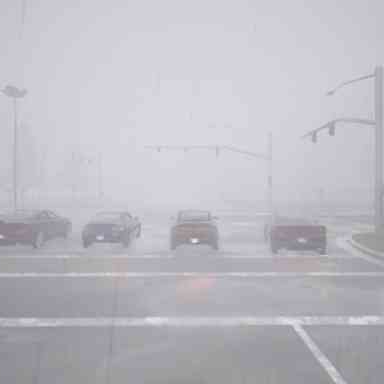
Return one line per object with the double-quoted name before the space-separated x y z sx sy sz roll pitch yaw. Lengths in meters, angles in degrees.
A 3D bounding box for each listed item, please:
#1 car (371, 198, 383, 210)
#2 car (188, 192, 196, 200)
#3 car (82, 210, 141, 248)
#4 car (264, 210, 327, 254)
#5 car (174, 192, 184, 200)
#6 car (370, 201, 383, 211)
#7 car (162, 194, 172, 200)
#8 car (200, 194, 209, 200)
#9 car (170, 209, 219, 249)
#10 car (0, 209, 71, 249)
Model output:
"car" 25.541 1.489 42.223 4.674 1.442 1.812 0 0 1
"car" -0.002 1.393 88.386 1.882 1.535 5.008 0 0 0
"car" -3.407 1.514 14.637 1.812 1.442 4.674 0 0 0
"car" 4.046 1.466 13.538 1.882 1.535 5.008 -1 0 8
"car" -3.502 1.141 88.416 2.150 2.045 5.566 0 0 0
"car" 23.278 1.493 38.753 4.674 1.442 1.812 0 0 1
"car" -7.002 1.455 88.386 2.033 1.411 5.357 0 0 0
"car" 3.498 1.471 88.803 1.994 1.385 4.181 0 0 0
"car" 0.095 1.493 14.412 1.837 1.490 4.892 0 0 0
"car" -6.905 1.466 14.511 1.882 1.535 5.008 0 0 0
